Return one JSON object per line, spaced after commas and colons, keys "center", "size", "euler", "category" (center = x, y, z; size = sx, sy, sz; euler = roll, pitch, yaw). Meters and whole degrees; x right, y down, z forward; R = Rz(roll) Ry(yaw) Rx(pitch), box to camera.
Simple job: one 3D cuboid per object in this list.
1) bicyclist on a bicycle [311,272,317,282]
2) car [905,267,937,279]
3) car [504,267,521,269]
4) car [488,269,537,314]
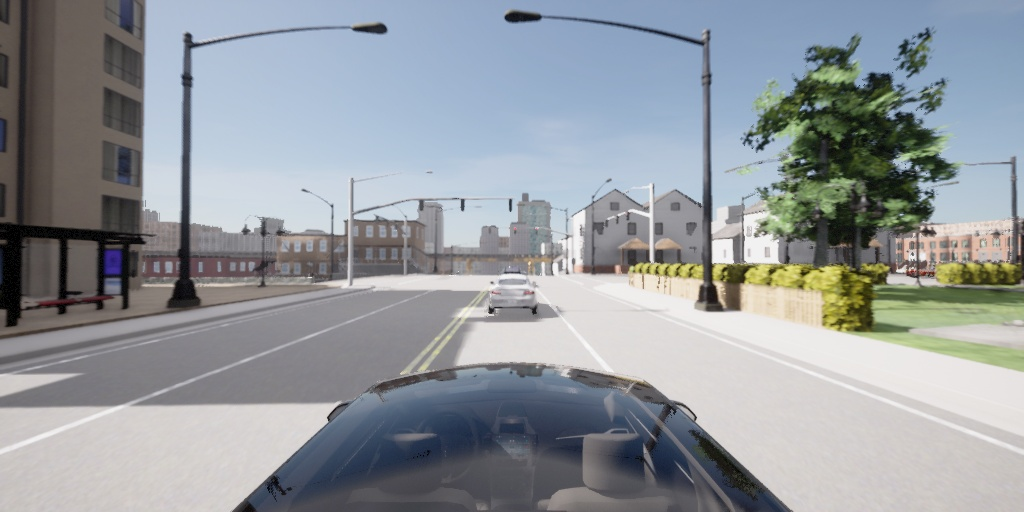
{"center": [-25.670, 2.828, 46.352], "size": [0.582, 1.620, 1.656], "euler": [-8, -1, 0], "category": "bicyclist on a bicycle"}
{"center": [47.093, 1.883, 40.096], "size": [4.718, 1.301, 1.895], "euler": [0, -1, 0], "category": "car"}
{"center": [0.032, 1.613, 29.044], "size": [2.128, 1.511, 4.902], "euler": [0, 0, 0], "category": "car"}
{"center": [0.042, 1.455, 14.717], "size": [1.812, 1.442, 4.674], "euler": [0, -1, 1], "category": "car"}
